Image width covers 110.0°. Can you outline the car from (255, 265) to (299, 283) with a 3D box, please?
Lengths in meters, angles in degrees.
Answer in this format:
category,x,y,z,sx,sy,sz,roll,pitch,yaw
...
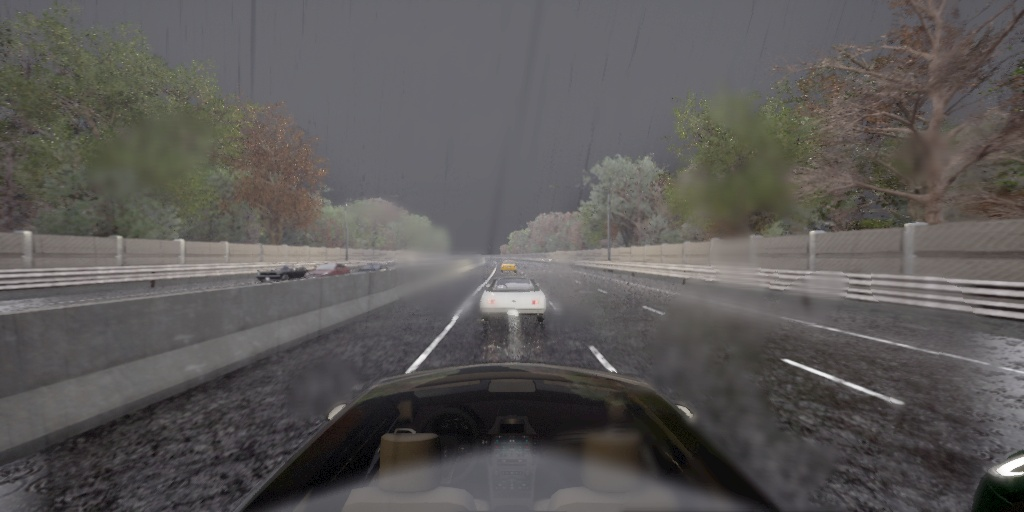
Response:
category,x,y,z,sx,sy,sz,roll,pitch,yaw
car,-17.745,1.361,28.241,1.895,1.301,4.718,0,0,0

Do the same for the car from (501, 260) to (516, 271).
category,x,y,z,sx,sy,sz,roll,pitch,yaw
car,-0.439,1.222,44.640,1.801,1.575,5.366,0,0,-1

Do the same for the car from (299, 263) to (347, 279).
category,x,y,z,sx,sy,sz,roll,pitch,yaw
car,-14.247,1.285,28.142,1.812,1.442,4.674,0,0,0

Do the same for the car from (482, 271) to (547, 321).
category,x,y,z,sx,sy,sz,roll,pitch,yaw
car,0.057,1.355,12.420,1.895,1.301,4.718,0,0,0

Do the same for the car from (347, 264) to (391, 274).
category,x,y,z,sx,sy,sz,roll,pitch,yaw
car,-10.747,1.324,27.941,1.994,1.385,4.181,0,0,0
